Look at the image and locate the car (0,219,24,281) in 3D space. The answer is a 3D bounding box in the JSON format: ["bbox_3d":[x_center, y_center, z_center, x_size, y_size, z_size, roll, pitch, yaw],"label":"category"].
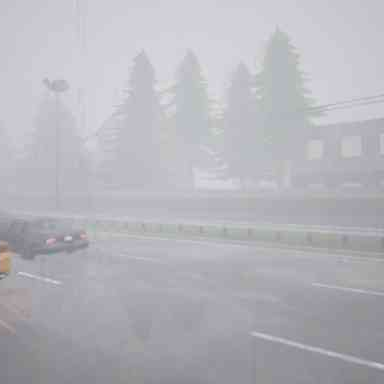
[{"bbox_3d":[-6.738,1.559,8.800,5.008,1.535,1.882,0,0,36],"label":"car"}]

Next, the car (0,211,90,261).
[{"bbox_3d":[-6.231,1.643,12.737,5.357,1.411,2.033,-1,0,35],"label":"car"}]

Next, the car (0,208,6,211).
[{"bbox_3d":[-13.469,1.748,22.201,4.181,1.385,1.994,0,0,36],"label":"car"}]
